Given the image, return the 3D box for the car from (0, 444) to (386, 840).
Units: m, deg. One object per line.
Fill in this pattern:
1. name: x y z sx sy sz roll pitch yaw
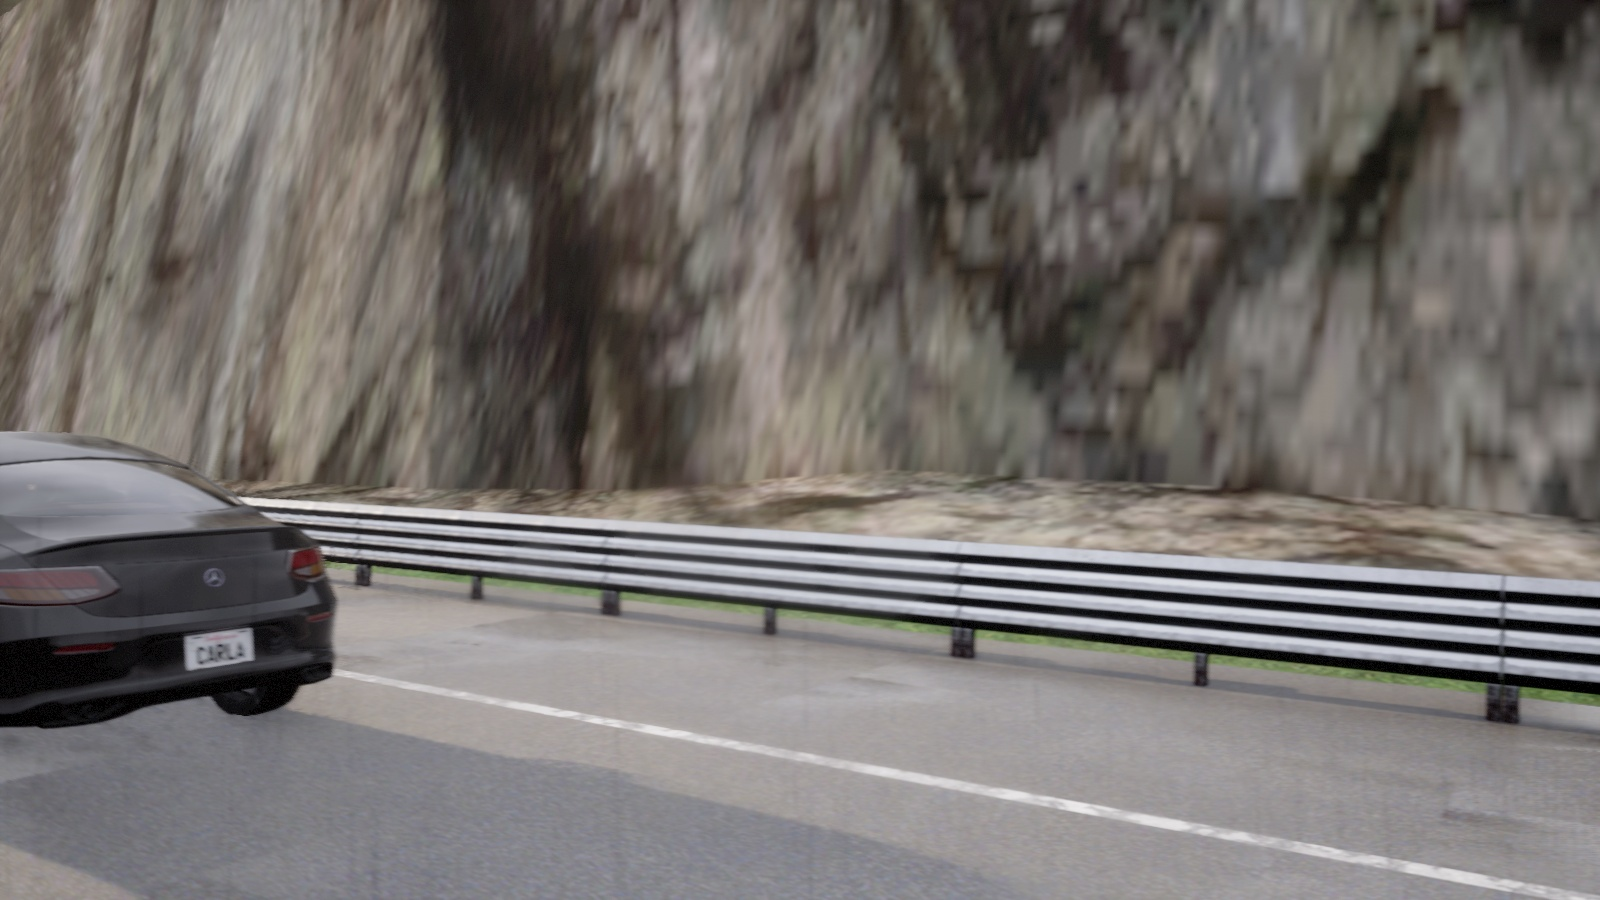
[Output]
1. car: -4.453 0.707 6.608 4.674 1.442 1.812 0 1 34
